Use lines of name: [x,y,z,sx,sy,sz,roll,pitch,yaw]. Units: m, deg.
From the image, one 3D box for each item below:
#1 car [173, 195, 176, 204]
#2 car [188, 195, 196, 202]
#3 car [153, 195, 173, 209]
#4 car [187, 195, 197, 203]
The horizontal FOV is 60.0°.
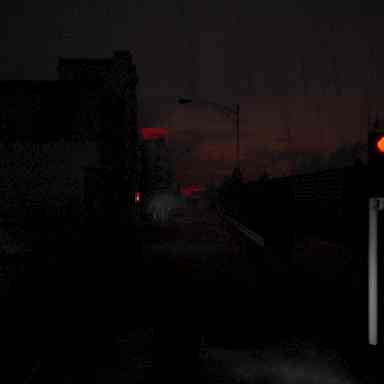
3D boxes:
car: [-4.117,1.601,53.600,1.895,1.301,4.718,0,0,0]
car: [-0.041,1.524,79.672,1.812,1.442,4.674,0,0,0]
car: [-4.118,1.491,44.316,2.128,1.511,4.902,0,0,0]
car: [0.064,1.477,66.831,1.882,1.535,5.008,0,0,0]
